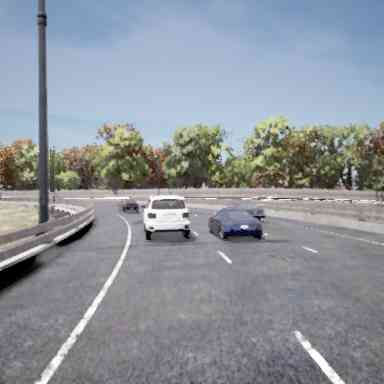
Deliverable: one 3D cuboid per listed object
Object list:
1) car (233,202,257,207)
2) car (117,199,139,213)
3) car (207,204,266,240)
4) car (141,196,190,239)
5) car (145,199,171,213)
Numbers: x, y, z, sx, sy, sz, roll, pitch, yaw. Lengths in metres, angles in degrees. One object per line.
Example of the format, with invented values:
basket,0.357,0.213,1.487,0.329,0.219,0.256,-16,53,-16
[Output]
car,3.907,1.516,26.051,2.033,1.411,5.357,-1,0,-14
car,-7.519,1.590,38.880,1.837,1.490,4.892,0,0,-22
car,2.070,1.548,17.063,1.994,1.385,4.181,-1,0,-9
car,-1.479,1.241,17.701,2.150,2.045,5.566,0,0,-10
car,-4.099,1.615,39.713,1.994,1.385,4.181,0,0,-21
